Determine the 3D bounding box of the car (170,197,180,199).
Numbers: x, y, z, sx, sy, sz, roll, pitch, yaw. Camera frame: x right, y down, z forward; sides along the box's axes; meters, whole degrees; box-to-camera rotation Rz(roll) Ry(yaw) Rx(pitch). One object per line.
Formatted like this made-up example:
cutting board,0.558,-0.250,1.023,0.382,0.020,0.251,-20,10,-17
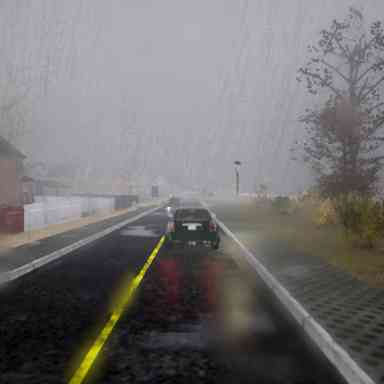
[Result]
car,-2.750,1.508,52.650,1.882,1.535,5.008,0,0,0

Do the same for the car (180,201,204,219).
car,0.000,1.569,29.650,1.994,1.385,4.181,0,0,0

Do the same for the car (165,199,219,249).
car,0.000,1.363,14.620,2.097,1.767,4.553,0,0,0
